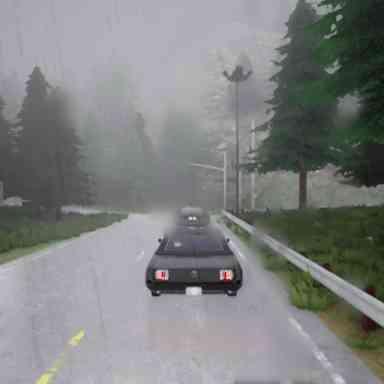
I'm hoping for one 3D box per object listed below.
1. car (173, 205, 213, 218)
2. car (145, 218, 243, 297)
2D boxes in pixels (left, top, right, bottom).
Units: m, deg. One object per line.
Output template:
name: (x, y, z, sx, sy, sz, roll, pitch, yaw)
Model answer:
car: (0.027, 1.454, 17.759, 1.837, 1.490, 4.892, 0, 0, 1)
car: (0.049, 1.576, 8.489, 1.895, 1.301, 4.718, 0, 0, 0)
